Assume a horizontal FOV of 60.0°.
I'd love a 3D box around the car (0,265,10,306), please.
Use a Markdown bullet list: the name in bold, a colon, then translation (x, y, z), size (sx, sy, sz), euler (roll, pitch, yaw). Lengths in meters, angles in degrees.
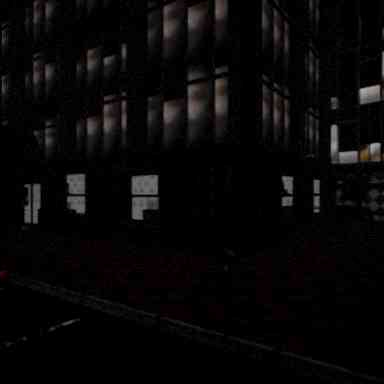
- **car**: translation (-5.218, 1.590, 6.597), size (4.206, 1.307, 1.802), euler (0, 0, 36)
